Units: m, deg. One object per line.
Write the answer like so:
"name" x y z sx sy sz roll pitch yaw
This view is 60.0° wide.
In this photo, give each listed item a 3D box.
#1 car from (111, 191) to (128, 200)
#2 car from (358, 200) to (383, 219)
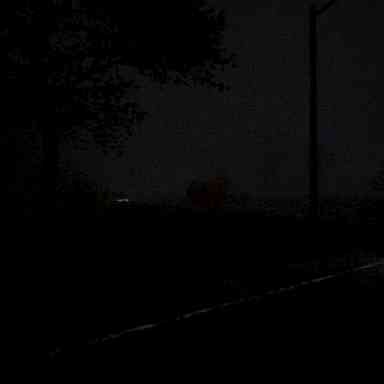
"car" -13.892 0.642 63.282 1.837 1.490 4.892 -1 2 -35
"car" 14.082 1.273 23.512 1.994 1.385 4.181 -1 1 -35
